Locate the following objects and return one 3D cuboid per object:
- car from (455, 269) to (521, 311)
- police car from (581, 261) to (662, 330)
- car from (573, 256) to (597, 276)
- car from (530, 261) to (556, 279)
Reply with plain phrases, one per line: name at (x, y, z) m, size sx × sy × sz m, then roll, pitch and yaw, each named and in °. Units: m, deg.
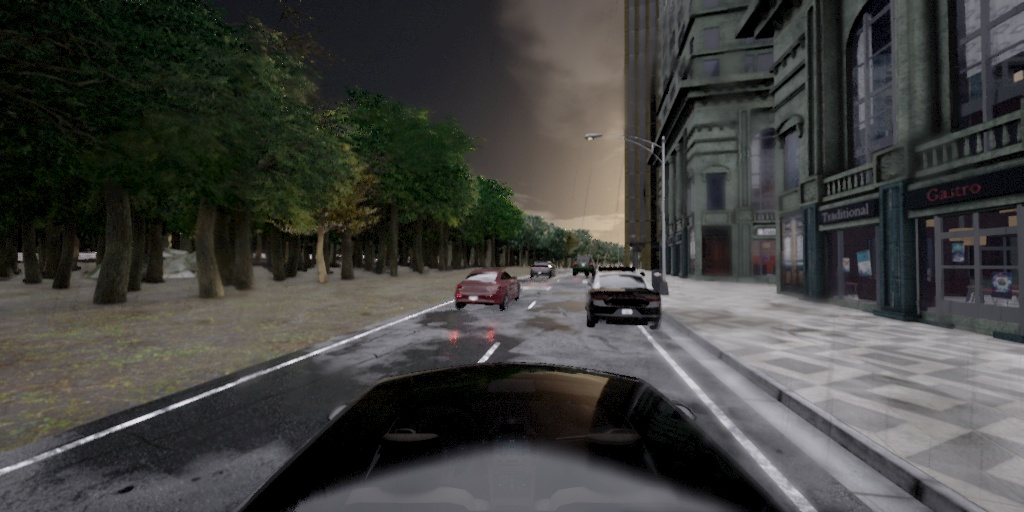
car at (-0.852, 1.228, 14.219) m, size 1.812 × 1.442 × 4.674 m, roll 0°, pitch 0°, yaw 11°
police car at (3.267, 1.142, 11.261) m, size 1.930 × 1.638 × 5.238 m, roll 0°, pitch 0°, yaw 10°
car at (7.480, 0.991, 36.919) m, size 2.150 × 2.045 × 5.566 m, roll 0°, pitch -1°, yaw 14°
car at (2.827, 1.216, 32.029) m, size 2.128 × 1.511 × 4.902 m, roll 0°, pitch 0°, yaw 13°
